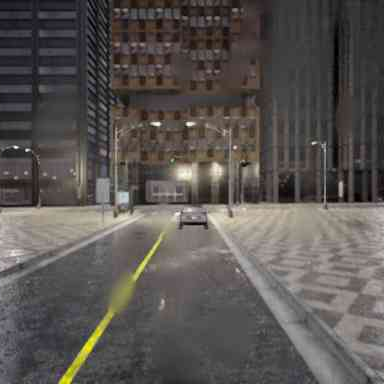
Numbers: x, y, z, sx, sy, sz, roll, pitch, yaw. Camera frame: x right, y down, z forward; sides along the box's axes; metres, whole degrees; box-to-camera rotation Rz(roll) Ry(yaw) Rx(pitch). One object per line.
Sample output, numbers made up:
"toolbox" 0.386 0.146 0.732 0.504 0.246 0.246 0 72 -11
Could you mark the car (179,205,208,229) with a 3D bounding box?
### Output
"car" 0.097 1.540 21.702 2.033 1.411 5.357 0 0 0
